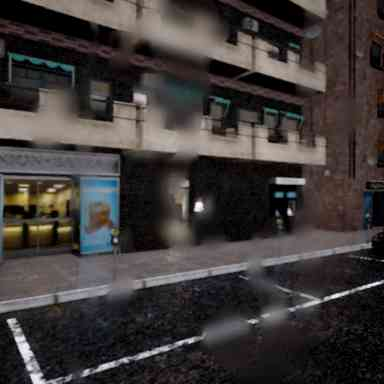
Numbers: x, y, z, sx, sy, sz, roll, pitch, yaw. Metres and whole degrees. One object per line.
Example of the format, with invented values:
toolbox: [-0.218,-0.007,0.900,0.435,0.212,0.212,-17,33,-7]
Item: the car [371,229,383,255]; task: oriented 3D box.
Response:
car: [8.606,1.687,12.684,4.313,1.339,1.947,1,-1,-35]
